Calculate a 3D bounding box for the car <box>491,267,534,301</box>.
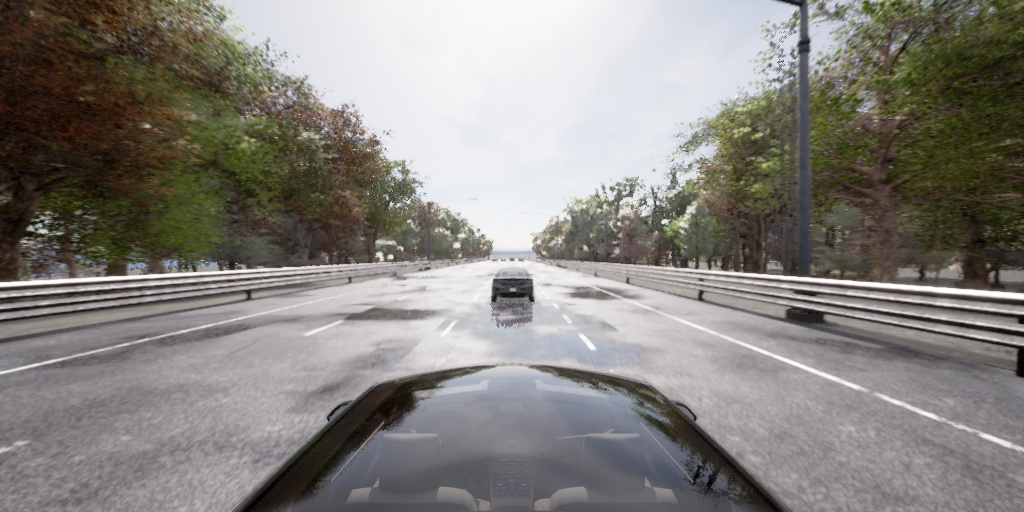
[{"bbox_3d":[0.033,1.276,17.505,1.882,1.535,5.008,0,0,0],"label":"car"}]
